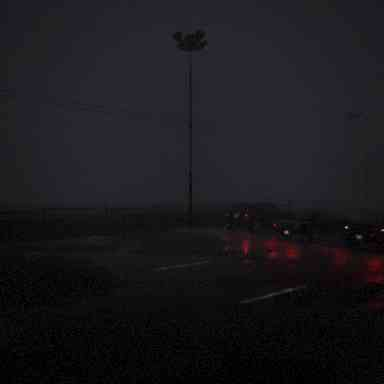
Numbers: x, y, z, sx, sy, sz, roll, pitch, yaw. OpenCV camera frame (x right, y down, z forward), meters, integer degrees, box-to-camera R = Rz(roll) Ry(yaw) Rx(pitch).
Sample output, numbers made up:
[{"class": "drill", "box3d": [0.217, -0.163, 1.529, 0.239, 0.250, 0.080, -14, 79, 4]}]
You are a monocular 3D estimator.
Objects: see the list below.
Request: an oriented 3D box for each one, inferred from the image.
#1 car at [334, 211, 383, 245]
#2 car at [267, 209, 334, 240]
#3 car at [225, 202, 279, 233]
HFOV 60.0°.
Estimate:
[{"class": "car", "box3d": [8.269, 1.532, 14.066, 4.674, 1.442, 1.812, 0, 0, -35]}, {"class": "car", "box3d": [6.261, 1.615, 16.933, 4.718, 1.301, 1.895, 0, 0, -35]}, {"class": "car", "box3d": [4.179, 1.365, 19.748, 4.553, 1.767, 2.097, 0, 0, -35]}]
